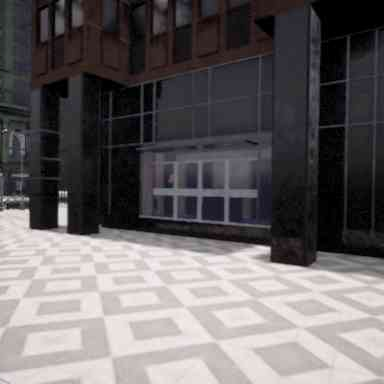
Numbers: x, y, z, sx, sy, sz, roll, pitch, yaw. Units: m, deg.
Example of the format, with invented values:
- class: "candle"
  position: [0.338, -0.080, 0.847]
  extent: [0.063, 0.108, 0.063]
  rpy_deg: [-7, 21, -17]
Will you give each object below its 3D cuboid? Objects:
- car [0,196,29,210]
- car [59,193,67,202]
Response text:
- class: "car"
  position: [-17.779, 1.098, 33.214]
  extent: [2.008, 1.369, 4.403]
  rpy_deg: [2, 2, 36]
- class: "car"
  position: [-18.750, 0.827, 46.493]
  extent: [2.008, 1.369, 4.403]
  rpy_deg: [2, 2, 36]
